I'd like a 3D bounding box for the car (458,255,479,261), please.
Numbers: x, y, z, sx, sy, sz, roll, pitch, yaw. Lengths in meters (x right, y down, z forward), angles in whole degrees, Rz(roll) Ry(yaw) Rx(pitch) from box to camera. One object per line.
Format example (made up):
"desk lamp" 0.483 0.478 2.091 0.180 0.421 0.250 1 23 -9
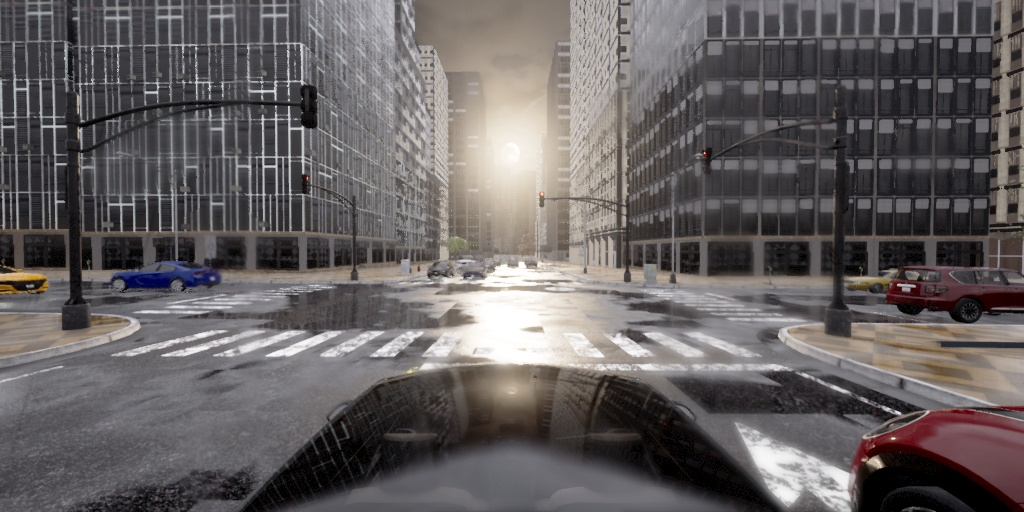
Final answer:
"car" -6.429 0.936 50.761 2.150 2.045 5.566 0 0 0

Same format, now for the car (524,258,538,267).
"car" 3.453 1.304 63.411 1.895 1.301 4.718 0 0 0

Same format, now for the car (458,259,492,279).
"car" -3.254 1.281 32.300 2.033 1.411 5.357 0 0 0

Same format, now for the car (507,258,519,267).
"car" 0.203 1.267 63.393 1.994 1.385 4.181 0 0 0

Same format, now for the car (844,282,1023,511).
"car" 3.254 1.103 0.441 2.097 1.767 4.553 0 0 0

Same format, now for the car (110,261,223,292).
"car" -18.241 1.044 19.001 5.008 1.535 1.882 1 1 2

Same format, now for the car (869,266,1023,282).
"car" 16.225 1.282 12.555 5.009 1.841 2.192 0 0 1

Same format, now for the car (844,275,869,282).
"car" 21.863 1.409 20.821 4.829 1.417 1.751 0 0 1

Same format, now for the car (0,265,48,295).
"car" -23.836 1.044 15.946 5.008 1.535 1.882 1 1 1

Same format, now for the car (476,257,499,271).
"car" -3.192 1.212 48.056 2.128 1.511 4.902 0 0 0

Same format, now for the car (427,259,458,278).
"car" -6.497 1.238 33.105 1.837 1.490 4.892 0 0 0
